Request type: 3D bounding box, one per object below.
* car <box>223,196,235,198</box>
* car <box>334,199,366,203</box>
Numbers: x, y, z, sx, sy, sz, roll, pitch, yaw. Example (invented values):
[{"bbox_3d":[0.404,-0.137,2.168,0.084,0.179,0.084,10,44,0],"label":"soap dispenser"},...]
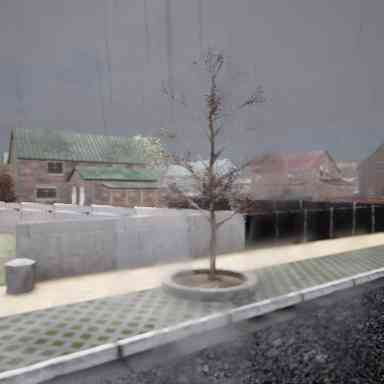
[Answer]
[{"bbox_3d":[4.379,1.237,38.903,1.812,1.442,4.674,0,1,-34],"label":"car"},{"bbox_3d":[12.888,1.358,26.401,2.128,1.511,4.902,0,1,-34],"label":"car"}]
